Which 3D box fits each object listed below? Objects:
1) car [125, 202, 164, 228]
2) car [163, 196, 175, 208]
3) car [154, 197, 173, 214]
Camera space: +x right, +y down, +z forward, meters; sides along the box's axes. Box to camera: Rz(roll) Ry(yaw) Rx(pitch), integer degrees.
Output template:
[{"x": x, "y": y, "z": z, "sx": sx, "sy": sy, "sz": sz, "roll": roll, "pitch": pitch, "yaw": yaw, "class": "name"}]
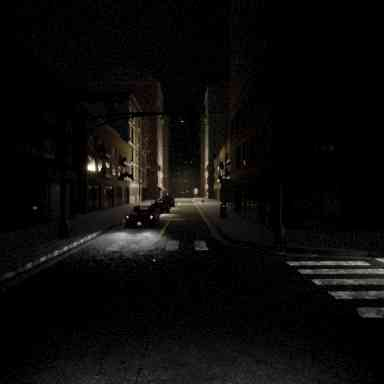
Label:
[{"x": -3.207, "y": 1.596, "z": 22.291, "sx": 1.895, "sy": 1.301, "sz": 4.718, "roll": 0, "pitch": 0, "yaw": -1, "class": "car"}, {"x": -3.562, "y": 1.328, "z": 48.083, "sx": 2.097, "sy": 1.767, "sz": 4.553, "roll": 0, "pitch": 0, "yaw": -1, "class": "car"}, {"x": -3.402, "y": 1.552, "z": 35.642, "sx": 1.994, "sy": 1.385, "sz": 4.181, "roll": 0, "pitch": 0, "yaw": -1, "class": "car"}]
